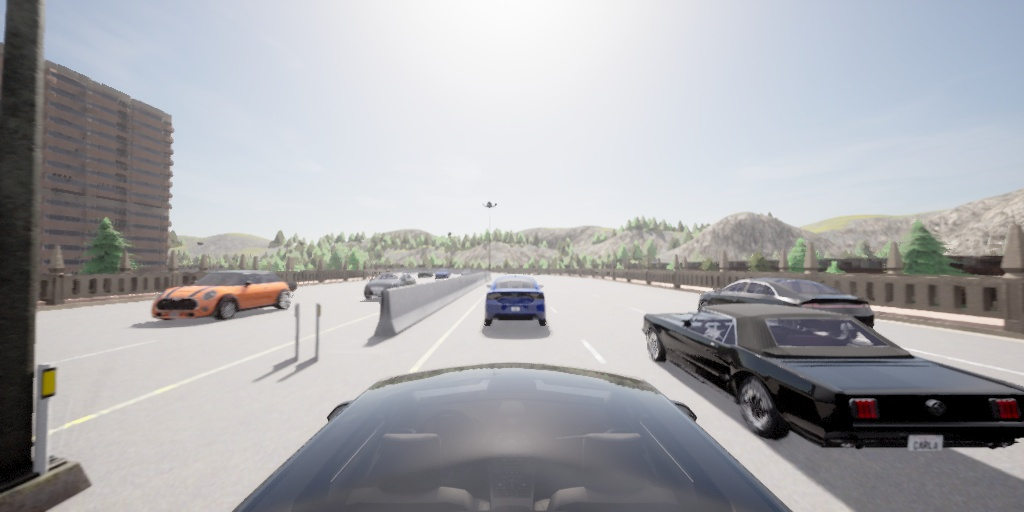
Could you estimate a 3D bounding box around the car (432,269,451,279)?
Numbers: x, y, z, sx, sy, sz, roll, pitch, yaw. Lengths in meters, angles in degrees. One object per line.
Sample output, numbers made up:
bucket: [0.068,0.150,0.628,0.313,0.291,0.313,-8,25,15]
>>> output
car: [-10.807,2.791,56.269,1.882,1.535,5.008,0,-2,-3]

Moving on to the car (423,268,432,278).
car: [-14.801,2.837,61.728,2.097,1.767,4.553,0,-2,-6]

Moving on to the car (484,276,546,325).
car: [0.102,1.425,12.648,1.882,1.535,5.008,0,-2,0]

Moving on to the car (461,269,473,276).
car: [-7.931,3.053,63.140,1.812,1.442,4.674,0,-2,-7]

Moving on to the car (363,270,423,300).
car: [-7.097,1.708,21.225,2.128,1.511,4.902,0,-2,0]

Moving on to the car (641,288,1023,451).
car: [3.600,1.368,5.342,1.895,1.301,4.718,0,-1,0]

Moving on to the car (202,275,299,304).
car: [-14.097,1.773,19.775,1.895,1.301,4.718,0,-2,0]

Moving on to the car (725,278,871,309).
car: [7.101,1.356,10.008,2.128,1.511,4.902,0,-2,0]

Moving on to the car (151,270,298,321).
car: [-10.599,1.328,13.513,2.097,1.767,4.553,0,-2,0]
